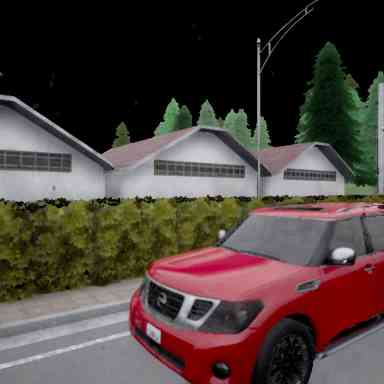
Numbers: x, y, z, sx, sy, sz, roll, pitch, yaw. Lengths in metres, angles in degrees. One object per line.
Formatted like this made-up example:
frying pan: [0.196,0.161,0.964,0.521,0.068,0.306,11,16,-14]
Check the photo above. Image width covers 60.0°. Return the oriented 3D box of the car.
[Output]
car: [1.832,1.221,5.310,5.566,2.045,2.150,0,0,-35]
